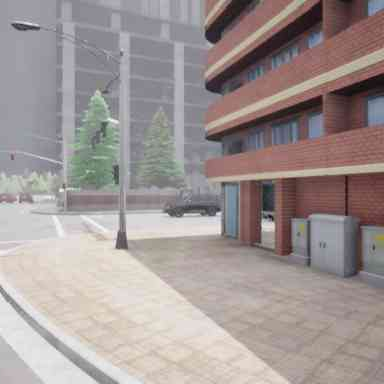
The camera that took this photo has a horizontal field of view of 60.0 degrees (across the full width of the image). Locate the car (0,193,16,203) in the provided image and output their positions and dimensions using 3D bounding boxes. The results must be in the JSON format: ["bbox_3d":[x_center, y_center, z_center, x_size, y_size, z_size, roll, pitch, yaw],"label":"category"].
[{"bbox_3d":[-38.108,1.267,68.331,2.150,2.045,5.566,0,0,-23],"label":"car"}]

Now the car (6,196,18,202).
[{"bbox_3d":[-42.276,1.588,78.114,2.033,1.411,5.357,0,0,-23],"label":"car"}]

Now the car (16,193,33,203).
[{"bbox_3d":[-34.743,1.266,69.364,2.150,2.045,5.566,0,0,-23],"label":"car"}]

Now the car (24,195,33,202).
[{"bbox_3d":[-38.893,1.571,79.102,1.812,1.442,4.674,0,0,-23],"label":"car"}]

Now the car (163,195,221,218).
[{"bbox_3d":[0.088,1.289,31.288,5.566,2.045,2.150,0,0,-23],"label":"car"}]
